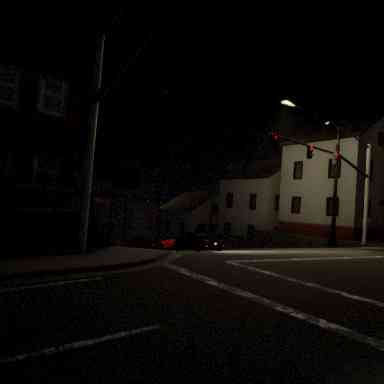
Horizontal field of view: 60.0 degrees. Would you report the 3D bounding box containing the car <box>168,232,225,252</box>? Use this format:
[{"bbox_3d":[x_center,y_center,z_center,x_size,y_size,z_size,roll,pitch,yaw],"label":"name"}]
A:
[{"bbox_3d":[0.414,3.531,23.618,1.994,1.385,4.181,6,-12,-35],"label":"car"}]

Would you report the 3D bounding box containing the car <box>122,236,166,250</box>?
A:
[{"bbox_3d":[-4.797,4.814,30.833,1.882,1.535,5.008,6,-15,-35],"label":"car"}]

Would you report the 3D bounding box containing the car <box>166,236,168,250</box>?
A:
[{"bbox_3d":[-3.384,5.577,35.096,2.097,1.767,4.553,6,-17,-35],"label":"car"}]
